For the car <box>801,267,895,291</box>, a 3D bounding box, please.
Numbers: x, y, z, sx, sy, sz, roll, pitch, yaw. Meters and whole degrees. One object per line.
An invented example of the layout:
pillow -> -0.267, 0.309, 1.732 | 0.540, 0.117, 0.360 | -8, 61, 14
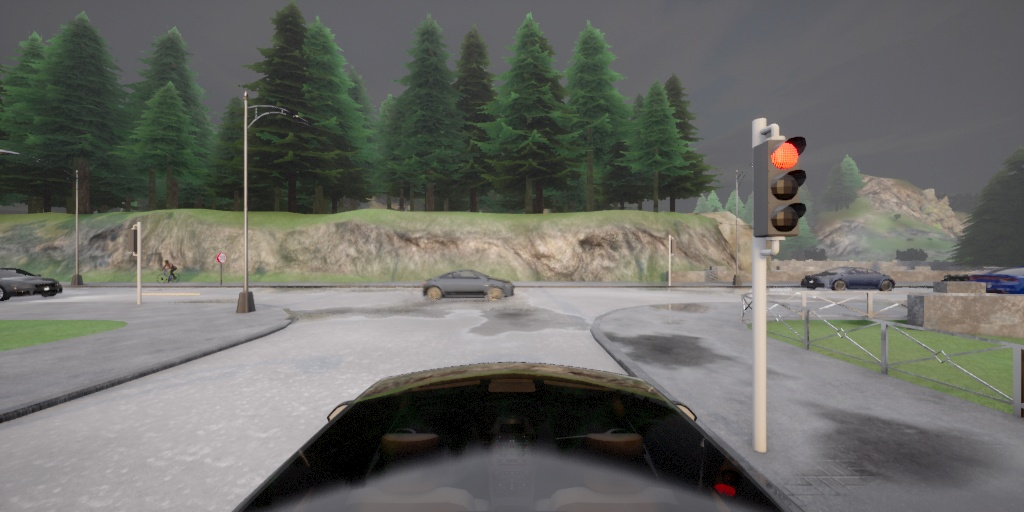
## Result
car -> 19.303, 1.314, 20.726 | 4.181, 1.385, 1.994 | 0, 0, 0

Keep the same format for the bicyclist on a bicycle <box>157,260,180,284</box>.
bicyclist on a bicycle -> -23.915, 1.099, 24.975 | 0.582, 1.620, 1.656 | 0, 0, 0

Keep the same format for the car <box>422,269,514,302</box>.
car -> -1.989, 1.314, 16.551 | 4.181, 1.385, 1.994 | 0, 0, 0

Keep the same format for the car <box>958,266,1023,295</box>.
car -> 24.353, 1.227, 16.522 | 5.008, 1.535, 1.882 | 0, 0, 0

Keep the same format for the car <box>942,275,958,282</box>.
car -> 28.097, 1.351, 20.712 | 4.718, 1.301, 1.895 | 0, 0, 0

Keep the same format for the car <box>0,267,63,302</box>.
car -> -23.936, 1.253, 16.577 | 4.892, 1.490, 1.837 | 0, 0, 0
